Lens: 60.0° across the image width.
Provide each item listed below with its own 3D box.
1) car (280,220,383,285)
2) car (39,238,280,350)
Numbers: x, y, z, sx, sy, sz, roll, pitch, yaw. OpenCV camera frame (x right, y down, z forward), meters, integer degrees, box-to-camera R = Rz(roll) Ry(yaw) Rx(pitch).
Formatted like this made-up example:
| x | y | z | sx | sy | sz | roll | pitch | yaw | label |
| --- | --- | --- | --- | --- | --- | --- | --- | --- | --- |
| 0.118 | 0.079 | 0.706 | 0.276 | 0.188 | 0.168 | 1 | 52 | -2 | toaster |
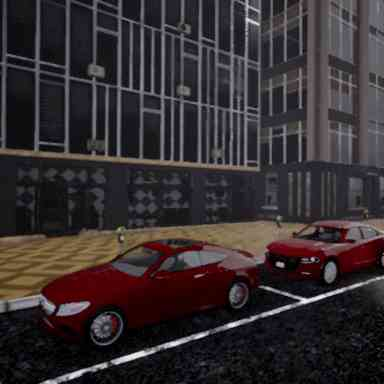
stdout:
| x | y | z | sx | sy | sz | roll | pitch | yaw | label |
| --- | --- | --- | --- | --- | --- | --- | --- | --- | --- |
| 3.984 | 1.511 | 9.386 | 4.507 | 1.381 | 1.887 | 0 | 1 | -35 | car |
| -0.532 | 1.570 | 6.167 | 4.206 | 1.307 | 1.802 | 0 | 1 | -35 | car |
